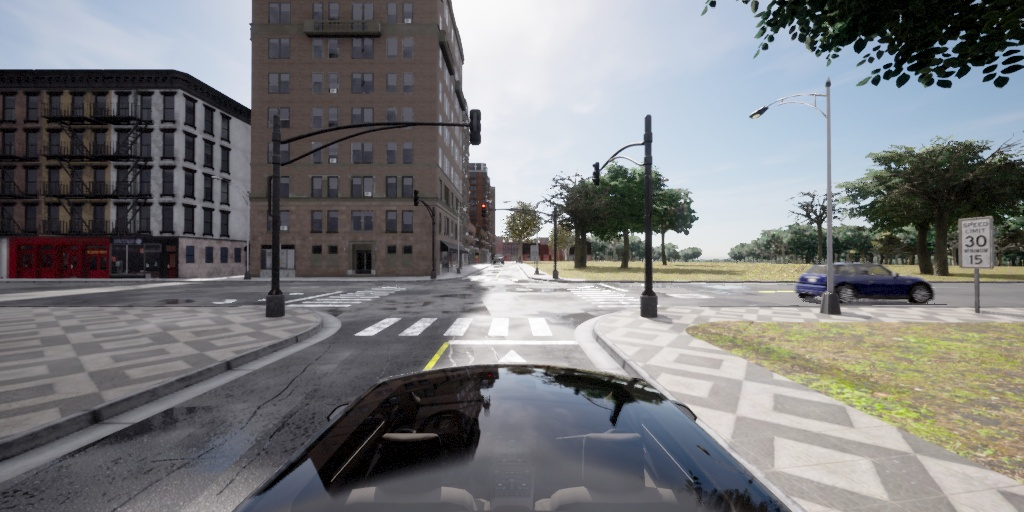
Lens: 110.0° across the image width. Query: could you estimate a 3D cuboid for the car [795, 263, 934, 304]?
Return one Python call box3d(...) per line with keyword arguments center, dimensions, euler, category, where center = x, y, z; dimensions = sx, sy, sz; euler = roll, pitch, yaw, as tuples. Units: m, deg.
box3d(center=(15.034, 1.071, 15.434), dimensions=(4.553, 1.767, 2.097), euler=(0, -1, 0), category="car")
